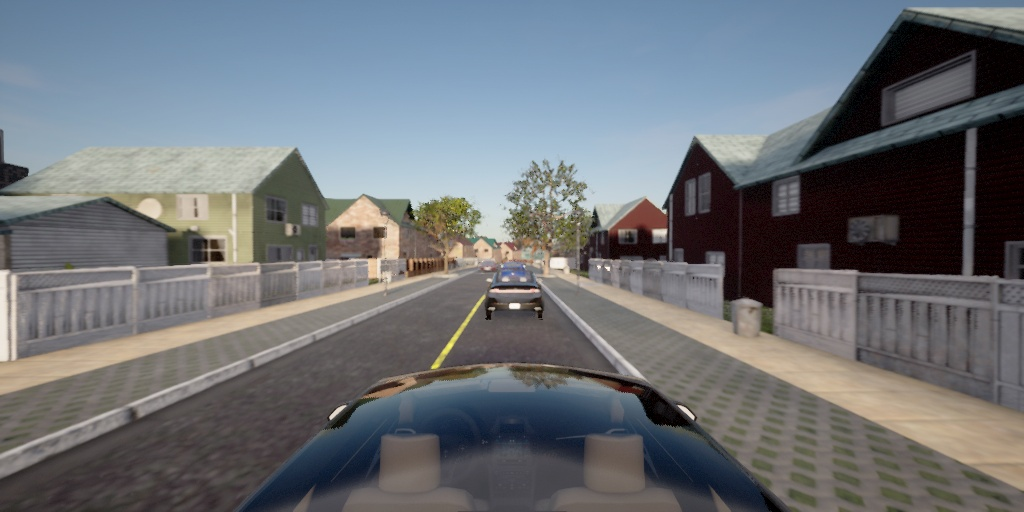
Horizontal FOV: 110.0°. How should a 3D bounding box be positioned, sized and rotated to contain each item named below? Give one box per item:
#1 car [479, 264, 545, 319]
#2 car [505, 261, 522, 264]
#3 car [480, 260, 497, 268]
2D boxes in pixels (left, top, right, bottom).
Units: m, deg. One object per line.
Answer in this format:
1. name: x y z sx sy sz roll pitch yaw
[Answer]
1. car: 0.086 1.216 12.670 2.128 1.511 4.902 0 0 0
2. car: 0.094 1.181 29.499 1.882 1.535 5.008 0 0 0
3. car: -2.828 1.247 43.665 1.812 1.442 4.674 0 0 0
